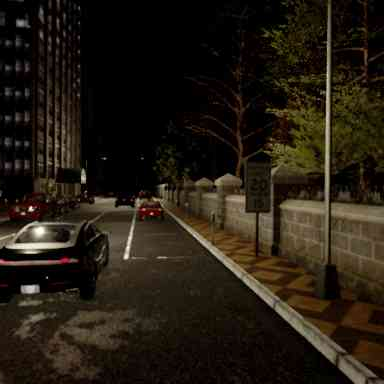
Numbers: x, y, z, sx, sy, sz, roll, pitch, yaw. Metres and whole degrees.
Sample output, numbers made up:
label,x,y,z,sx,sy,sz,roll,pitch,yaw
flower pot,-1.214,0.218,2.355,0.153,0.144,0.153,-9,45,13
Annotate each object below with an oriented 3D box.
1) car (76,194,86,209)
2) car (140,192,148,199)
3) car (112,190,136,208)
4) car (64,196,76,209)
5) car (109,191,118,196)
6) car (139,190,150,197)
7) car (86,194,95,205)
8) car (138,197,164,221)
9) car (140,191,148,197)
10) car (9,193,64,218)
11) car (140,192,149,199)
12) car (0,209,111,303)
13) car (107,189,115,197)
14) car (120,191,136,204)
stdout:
label,x,y,z,sx,sy,sz,roll,pitch,yaw
car,-12.469,1.105,33.911,2.008,1.369,4.403,0,1,-9
car,-10.594,0.663,73.517,1.752,1.417,4.829,0,1,-9
car,-7.803,0.896,38.907,2.097,1.767,4.553,0,1,-8
car,-11.628,1.171,28.448,2.008,1.369,4.403,0,1,-9
car,-20.879,0.436,88.538,1.947,1.339,4.313,0,1,-9
car,-8.884,0.592,62.421,2.192,1.841,5.009,0,1,-9
car,-14.125,0.948,44.667,1.752,1.417,4.829,0,1,-9
car,-2.999,1.289,24.185,1.887,1.381,4.507,0,1,-9
car,-12.249,0.441,84.273,1.967,1.590,4.097,0,1,-9
car,-10.785,1.000,22.983,2.192,1.841,5.009,0,1,-9
car,-9.727,0.790,67.887,1.802,1.307,4.206,0,1,-9
car,-3.104,1.402,8.024,2.128,1.511,4.902,0,1,-9
car,-20.036,0.256,83.072,2.192,1.841,5.009,0,1,-9
car,-9.351,0.776,48.600,2.097,1.767,4.553,0,1,-9
